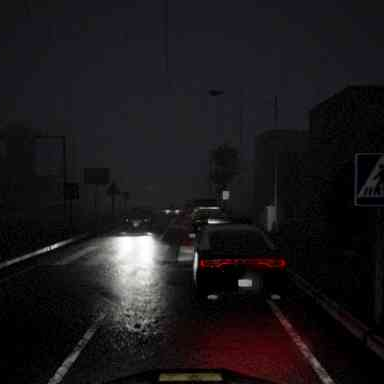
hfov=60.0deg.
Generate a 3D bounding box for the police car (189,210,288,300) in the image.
[{"bbox_3d":[0.958,1.468,8.601,1.930,1.638,5.238,0,-1,0],"label":"police car"}]

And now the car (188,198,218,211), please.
[{"bbox_3d":[0.945,1.504,24.537,2.150,2.045,5.566,0,-1,0],"label":"car"}]

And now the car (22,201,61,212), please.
[{"bbox_3d":[-21.985,2.134,48.030,4.674,1.452,2.002,0,-1,0],"label":"car"}]

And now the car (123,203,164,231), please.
[{"bbox_3d":[-3.380,1.738,22.432,2.128,1.511,4.902,0,-1,0],"label":"car"}]

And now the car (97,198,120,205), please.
[{"bbox_3d":[-21.955,2.702,86.209,5.008,1.535,2.097,0,-1,0],"label":"car"}]

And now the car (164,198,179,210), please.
[{"bbox_3d":[-3.280,2.255,56.557,1.882,1.535,5.008,0,-1,0],"label":"car"}]

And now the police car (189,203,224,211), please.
[{"bbox_3d":[0.947,1.611,18.612,1.930,1.638,5.238,0,-1,0],"label":"police car"}]

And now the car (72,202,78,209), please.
[{"bbox_3d":[-21.989,2.197,54.579,5.008,1.535,2.097,0,-1,0],"label":"car"}]

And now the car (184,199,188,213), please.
[{"bbox_3d":[-0.017,2.117,45.843,1.837,1.490,4.892,0,-1,0],"label":"car"}]

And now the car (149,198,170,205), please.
[{"bbox_3d":[-8.906,2.560,91.770,5.566,2.045,2.435,0,-1,0],"label":"car"}]

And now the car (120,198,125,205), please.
[{"bbox_3d":[-21.962,2.810,91.777,5.008,1.535,2.097,0,-1,0],"label":"car"}]

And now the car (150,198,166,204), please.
[{"bbox_3d":[-8.873,2.757,88.964,4.892,1.521,2.231,0,-1,0],"label":"car"}]

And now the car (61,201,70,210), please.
[{"bbox_3d":[-21.980,2.147,51.306,4.892,1.521,2.231,0,-1,0],"label":"car"}]
